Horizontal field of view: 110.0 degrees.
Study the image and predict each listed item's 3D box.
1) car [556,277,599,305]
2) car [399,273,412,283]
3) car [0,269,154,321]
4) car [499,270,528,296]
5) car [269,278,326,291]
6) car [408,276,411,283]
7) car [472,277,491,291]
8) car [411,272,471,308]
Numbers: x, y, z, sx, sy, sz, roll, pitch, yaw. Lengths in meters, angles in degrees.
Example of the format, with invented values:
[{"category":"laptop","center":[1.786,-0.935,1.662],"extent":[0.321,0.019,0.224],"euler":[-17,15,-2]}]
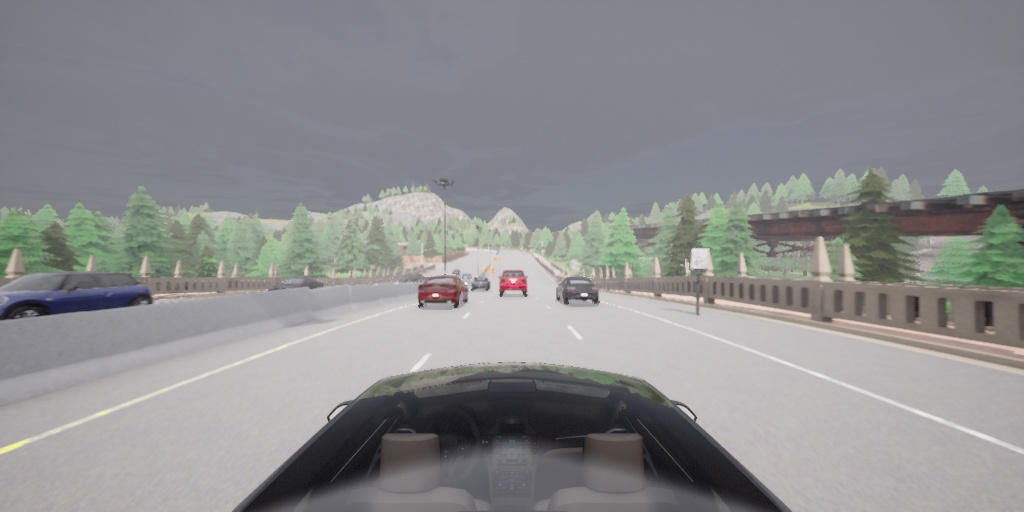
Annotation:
[{"category":"car","center":[3.602,1.906,20.157],"extent":[1.812,1.442,4.674],"euler":[0,-4,0]},{"category":"car","center":[-14.058,3.466,50.564],"extent":[2.150,2.045,5.566],"euler":[0,-3,0]},{"category":"car","center":[-14.097,1.274,11.093],"extent":[2.097,1.767,4.553],"euler":[0,-2,0]},{"category":"car","center":[0.104,2.194,29.720],"extent":[2.150,2.045,5.566],"euler":[0,-4,0]},{"category":"car","center":[-17.590,2.521,29.751],"extent":[2.033,1.411,5.357],"euler":[0,-4,0]},{"category":"car","center":[-10.577,3.385,43.857],"extent":[2.033,1.411,5.357],"euler":[0,-4,0]},{"category":"car","center":[-3.395,3.102,40.147],"extent":[2.128,1.511,4.902],"euler":[0,-4,0]},{"category":"car","center":[-3.398,1.750,18.403],"extent":[1.882,1.535,5.008],"euler":[0,-4,0]}]
